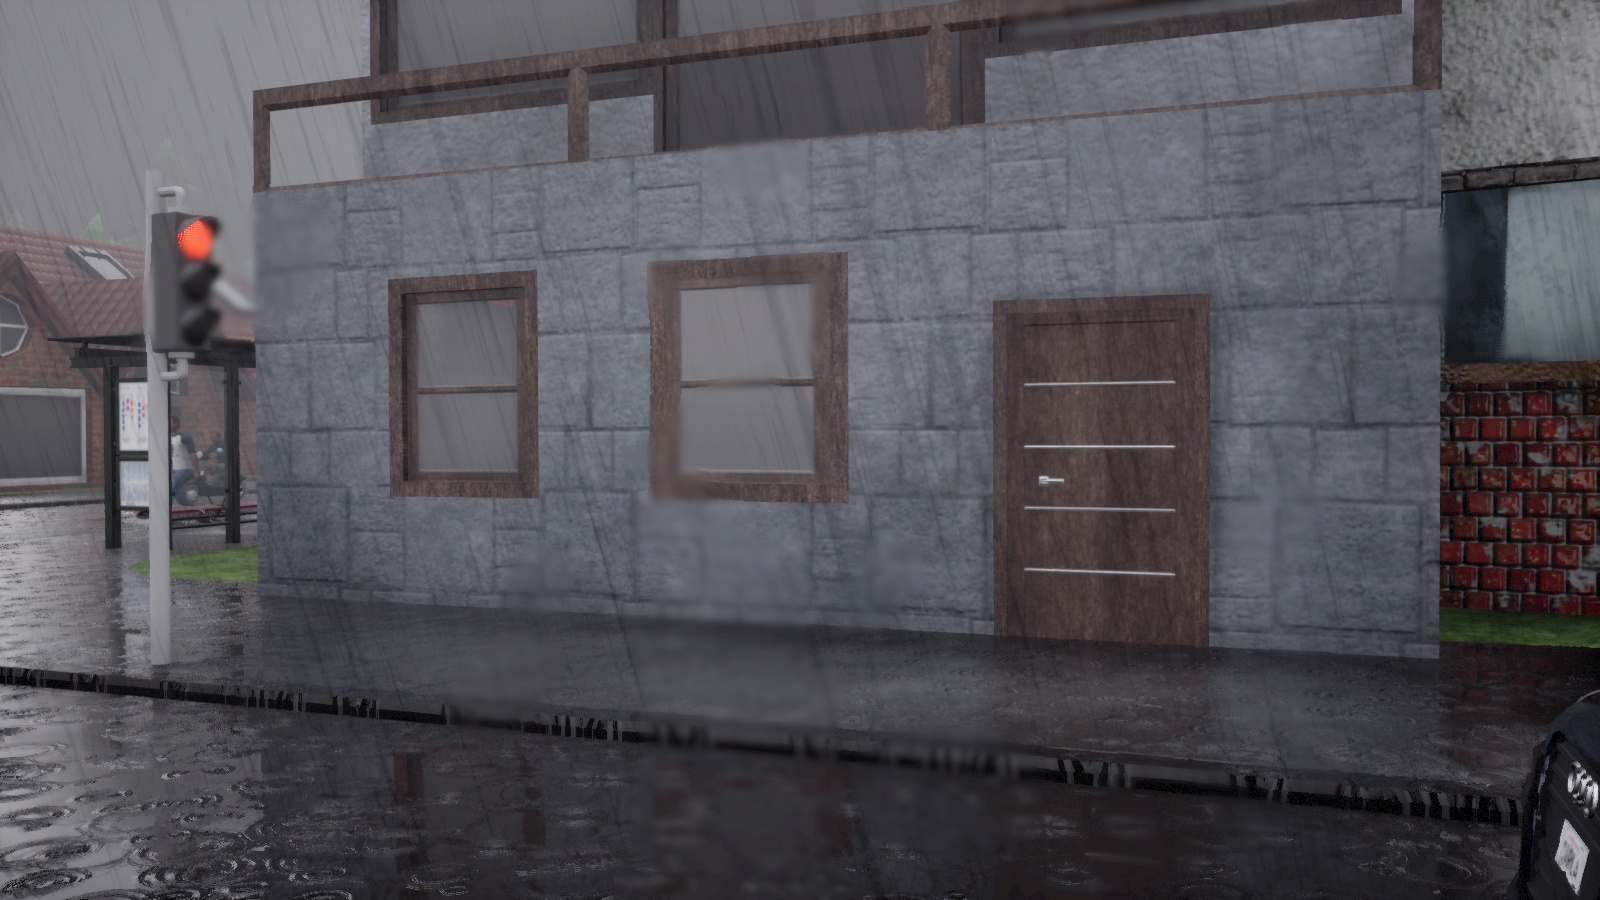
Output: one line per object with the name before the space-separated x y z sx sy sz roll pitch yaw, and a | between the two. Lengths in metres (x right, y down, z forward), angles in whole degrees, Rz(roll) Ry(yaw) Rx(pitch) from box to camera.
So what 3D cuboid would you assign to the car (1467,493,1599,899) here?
car | 3.776 0.866 2.418 4.181 1.385 1.994 1 1 21
